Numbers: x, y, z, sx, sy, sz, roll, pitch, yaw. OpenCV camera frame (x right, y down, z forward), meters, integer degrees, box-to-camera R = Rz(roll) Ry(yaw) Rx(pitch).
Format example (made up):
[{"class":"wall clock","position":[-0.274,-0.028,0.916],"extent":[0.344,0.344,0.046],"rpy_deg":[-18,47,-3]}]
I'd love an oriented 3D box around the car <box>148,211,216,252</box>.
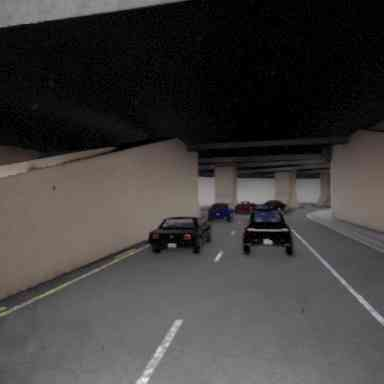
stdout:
[{"class":"car","position":[-0.322,1.724,14.606],"extent":[1.895,1.301,4.718],"rpy_deg":[-1,0,11]}]

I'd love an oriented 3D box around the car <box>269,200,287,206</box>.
[{"class":"car","position":[10.127,1.708,40.621],"extent":[1.882,1.535,5.008],"rpy_deg":[-1,0,31]}]

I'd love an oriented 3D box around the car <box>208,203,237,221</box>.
[{"class":"car","position":[2.648,1.695,29.686],"extent":[1.882,1.535,5.008],"rpy_deg":[-1,0,12]}]

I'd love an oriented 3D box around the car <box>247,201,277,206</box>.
[{"class":"car","position":[6.047,1.740,28.862],"extent":[1.994,1.385,4.181],"rpy_deg":[-1,0,12]}]

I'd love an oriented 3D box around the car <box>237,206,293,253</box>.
[{"class":"car","position":[3.150,1.577,14.124],"extent":[2.128,1.511,4.902],"rpy_deg":[-1,0,11]}]

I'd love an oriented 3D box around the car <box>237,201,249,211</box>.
[{"class":"car","position":[6.989,1.839,42.204],"extent":[1.994,1.385,4.181],"rpy_deg":[-1,-1,31]}]
